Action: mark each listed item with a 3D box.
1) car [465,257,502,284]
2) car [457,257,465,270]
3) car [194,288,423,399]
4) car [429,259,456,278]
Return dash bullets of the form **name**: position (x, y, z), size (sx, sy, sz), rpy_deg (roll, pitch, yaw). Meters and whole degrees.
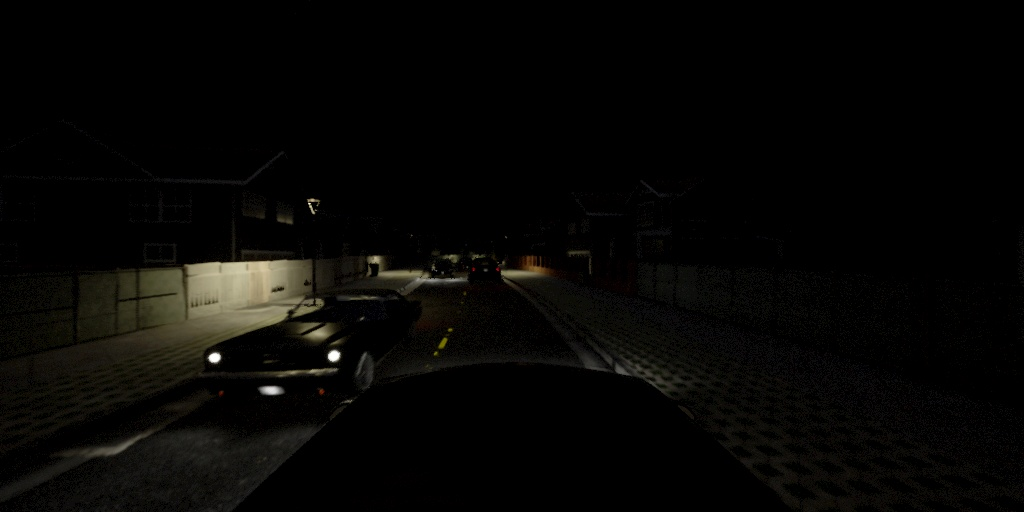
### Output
- **car**: position (-1.981, 0.908, 24.933), size (2.097, 1.767, 4.553), rpy_deg (0, 0, -9)
- **car**: position (-5.440, 0.893, 42.818), size (1.837, 1.490, 4.892), rpy_deg (0, 1, -10)
- **car**: position (-3.041, 1.318, 6.592), size (1.895, 1.301, 4.718), rpy_deg (0, 0, -2)
- **car**: position (-5.780, 1.015, 29.946), size (1.837, 1.490, 4.892), rpy_deg (0, 1, -11)
